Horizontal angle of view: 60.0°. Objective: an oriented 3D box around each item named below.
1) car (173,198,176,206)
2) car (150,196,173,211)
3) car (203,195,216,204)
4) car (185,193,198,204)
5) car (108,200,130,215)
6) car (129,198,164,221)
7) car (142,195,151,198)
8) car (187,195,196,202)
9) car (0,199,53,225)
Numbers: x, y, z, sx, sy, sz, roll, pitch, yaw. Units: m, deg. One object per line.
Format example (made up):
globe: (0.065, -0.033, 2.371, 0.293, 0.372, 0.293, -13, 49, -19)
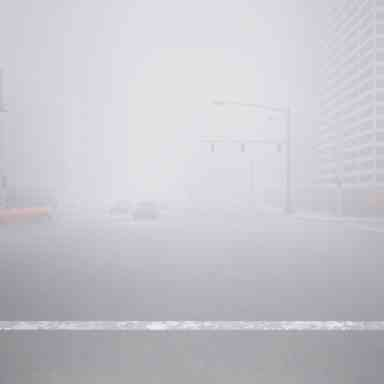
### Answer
car: (-3.675, 1.564, 54.864, 1.994, 1.385, 4.181, 0, 0, -1)
car: (-3.659, 1.525, 40.149, 1.812, 1.442, 4.674, 0, 0, 0)
car: (3.500, 1.526, 63.271, 1.812, 1.442, 4.674, 0, 0, 0)
car: (-0.099, 1.221, 63.891, 2.150, 2.045, 5.566, 0, 0, 0)
car: (-7.151, 1.547, 34.440, 2.033, 1.411, 5.357, 0, 0, 0)
car: (-3.639, 1.505, 27.565, 1.837, 1.490, 4.892, 0, 0, 0)
car: (-7.168, 1.525, 47.988, 1.812, 1.442, 4.674, 0, 0, 0)
car: (-0.115, 1.382, 74.562, 1.994, 1.385, 4.181, 0, 0, 0)
car: (-11.796, 1.352, 22.089, 4.553, 1.767, 2.097, 0, 0, -36)
